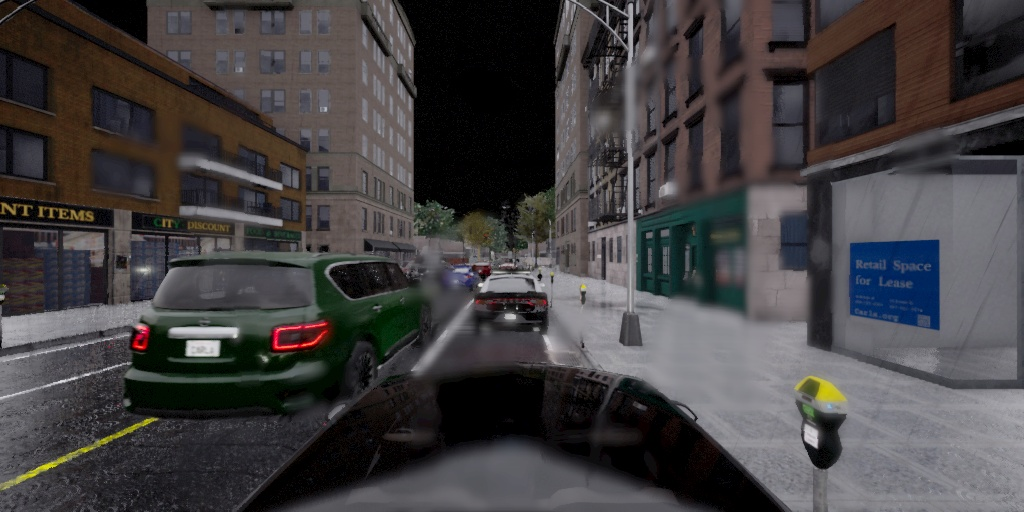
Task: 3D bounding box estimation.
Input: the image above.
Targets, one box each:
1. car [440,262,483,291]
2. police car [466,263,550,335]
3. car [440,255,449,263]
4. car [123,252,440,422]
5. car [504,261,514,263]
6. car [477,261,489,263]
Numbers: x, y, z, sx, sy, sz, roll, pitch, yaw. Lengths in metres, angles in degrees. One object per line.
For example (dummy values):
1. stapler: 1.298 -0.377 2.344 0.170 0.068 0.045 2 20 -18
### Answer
1. car: -3.030 1.277 21.764 1.812 1.442 4.674 0 0 0
2. police car: -0.012 1.175 10.610 1.930 1.638 5.238 0 0 0
3. car: -5.870 0.975 26.400 2.150 2.045 5.566 0 0 0
4. car: -2.923 0.971 6.078 2.150 2.045 5.566 0 0 0
5. car: -0.383 1.281 29.411 1.751 1.417 4.829 0 0 0
6. car: -2.925 1.237 35.288 1.882 1.535 5.008 0 0 0
